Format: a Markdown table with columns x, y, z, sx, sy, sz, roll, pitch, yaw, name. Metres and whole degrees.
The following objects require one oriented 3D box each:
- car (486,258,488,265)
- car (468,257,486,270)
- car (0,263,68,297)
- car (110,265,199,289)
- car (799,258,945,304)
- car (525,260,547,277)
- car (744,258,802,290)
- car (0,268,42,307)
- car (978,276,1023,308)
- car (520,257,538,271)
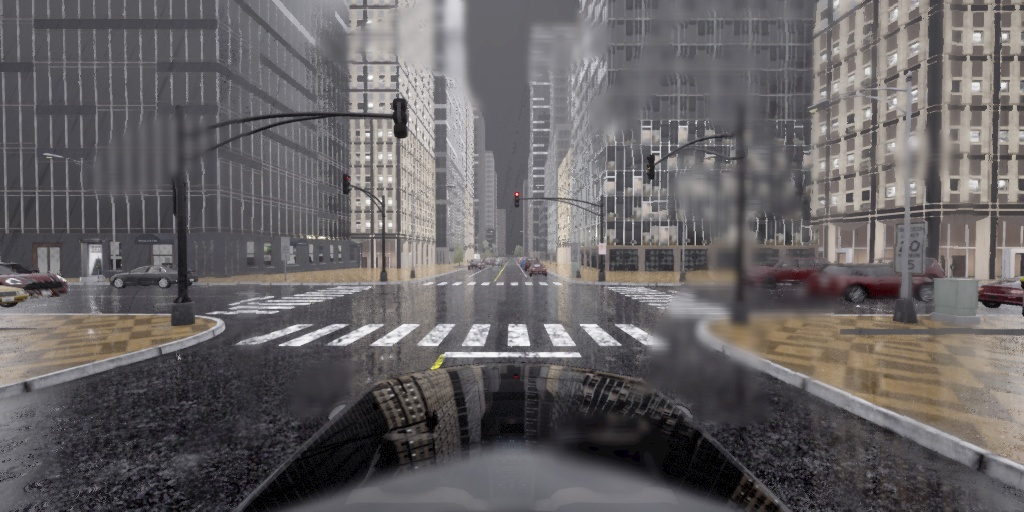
| x | y | z | sx | sy | sz | roll | pitch | yaw | name |
| --- | --- | --- | --- | --- | --- | --- | --- | --- | --- |
| -5.294 | 1.306 | 57.853 | 1.802 | 1.307 | 4.207 | 0 | 0 | 0 | car |
| -5.296 | 1.168 | 52.328 | 1.967 | 1.591 | 4.097 | 0 | 0 | 0 | car |
| -23.138 | 1.079 | 16.105 | 4.553 | 1.767 | 2.097 | 0 | 1 | 0 | car |
| -21.442 | 1.204 | 21.565 | 4.403 | 1.370 | 2.007 | 0 | 0 | 0 | car |
| 16.213 | 1.142 | 16.178 | 4.553 | 1.767 | 2.097 | 0 | 1 | 0 | car |
| 2.545 | 1.319 | 35.776 | 1.802 | 1.307 | 4.207 | 0 | 0 | 0 | car |
| 16.568 | 1.024 | 21.637 | 5.009 | 1.841 | 2.192 | 0 | 0 | 0 | car |
| -21.256 | 1.301 | 13.427 | 4.829 | 1.417 | 1.751 | 0 | 0 | 0 | car |
| 20.185 | 1.417 | 13.505 | 4.207 | 1.307 | 1.802 | 0 | 0 | 0 | car |
| 2.570 | 1.046 | 46.826 | 2.192 | 1.841 | 5.009 | 0 | 0 | 0 | car |
